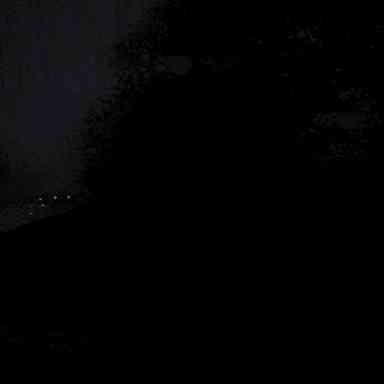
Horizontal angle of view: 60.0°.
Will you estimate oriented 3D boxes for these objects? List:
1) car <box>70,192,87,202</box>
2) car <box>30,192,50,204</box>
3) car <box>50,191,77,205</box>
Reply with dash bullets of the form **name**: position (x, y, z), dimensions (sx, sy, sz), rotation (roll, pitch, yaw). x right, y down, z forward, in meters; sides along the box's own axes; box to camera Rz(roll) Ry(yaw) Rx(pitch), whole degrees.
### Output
- **car**: position (-17.946, 0.714, 52.727), dimensions (1.994, 1.385, 4.181), rotation (0, 1, -10)
- **car**: position (-20.099, 0.816, 44.446), dimensions (1.837, 1.490, 4.892), rotation (0, 0, -9)
- **car**: position (-16.167, 0.673, 42.622), dimensions (2.097, 1.767, 4.553), rotation (0, 1, -9)
